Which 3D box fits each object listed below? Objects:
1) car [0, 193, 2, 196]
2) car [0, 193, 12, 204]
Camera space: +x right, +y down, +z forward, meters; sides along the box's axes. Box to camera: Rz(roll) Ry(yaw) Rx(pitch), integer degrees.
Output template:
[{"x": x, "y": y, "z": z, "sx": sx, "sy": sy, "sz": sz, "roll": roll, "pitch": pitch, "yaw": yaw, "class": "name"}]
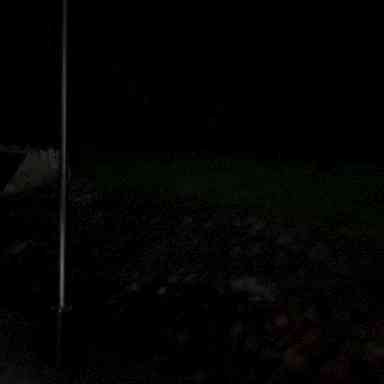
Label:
[{"x": -31.317, "y": 1.285, "z": 53.533, "sx": 2.150, "sy": 2.045, "sz": 5.566, "roll": 0, "pitch": 0, "yaw": -24, "class": "car"}, {"x": -35.625, "y": 1.177, "z": 63.020, "sx": 2.150, "sy": 2.045, "sz": 5.566, "roll": 0, "pitch": 0, "yaw": -24, "class": "car"}]
